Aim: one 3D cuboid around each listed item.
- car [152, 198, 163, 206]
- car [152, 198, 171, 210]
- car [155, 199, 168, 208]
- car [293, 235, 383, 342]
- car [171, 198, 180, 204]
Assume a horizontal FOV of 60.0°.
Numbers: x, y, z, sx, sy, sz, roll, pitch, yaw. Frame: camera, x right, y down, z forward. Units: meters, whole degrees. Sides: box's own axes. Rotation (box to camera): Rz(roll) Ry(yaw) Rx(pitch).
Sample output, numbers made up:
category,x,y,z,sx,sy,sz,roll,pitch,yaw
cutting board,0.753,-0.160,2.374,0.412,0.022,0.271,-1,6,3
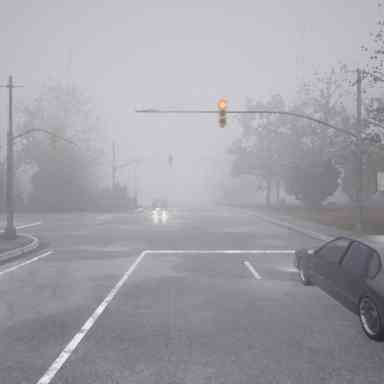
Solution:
category,x,y,z,sx,sy,sz,roll,pitch,yaw
car,-6.933,2.016,66.690,1.837,1.490,4.892,0,-1,-12
car,-4.120,1.570,43.569,2.128,1.511,4.902,0,-1,-3
car,-4.918,1.825,53.563,1.895,1.301,4.718,0,-1,-7
car,3.593,1.547,6.415,2.033,1.411,5.357,0,0,0
car,-4.521,2.189,82.972,2.097,1.767,4.553,0,-1,-22
